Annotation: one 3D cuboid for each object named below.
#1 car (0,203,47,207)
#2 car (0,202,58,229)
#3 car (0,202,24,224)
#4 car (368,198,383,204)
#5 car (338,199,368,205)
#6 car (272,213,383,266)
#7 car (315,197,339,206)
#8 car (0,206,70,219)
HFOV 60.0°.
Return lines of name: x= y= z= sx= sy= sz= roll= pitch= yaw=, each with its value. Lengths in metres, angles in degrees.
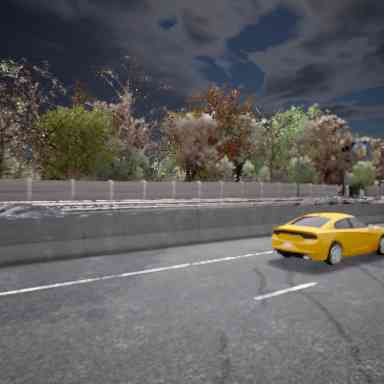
car: x=-9.379 y=1.501 z=18.800 sx=4.892 sy=1.490 sz=1.837 roll=0 pitch=0 yaw=-36
car: x=-11.535 y=1.473 z=21.560 sx=5.008 sy=1.535 sz=1.882 roll=0 pitch=0 yaw=-36
car: x=-14.656 y=1.522 z=23.584 sx=4.674 sy=1.442 sz=1.812 roll=0 pitch=0 yaw=-36
car: x=25.697 y=1.465 z=43.801 sx=5.008 sy=1.535 sz=1.882 roll=0 pitch=0 yaw=-35
car: x=22.780 y=1.588 z=46.022 sx=4.718 sy=1.301 sz=1.895 roll=0 pitch=0 yaw=-35
car: x=4.941 y=1.471 z=11.575 sx=5.008 sy=1.535 sz=1.882 roll=0 pitch=0 yaw=-36
car: x=19.847 y=1.493 z=48.228 sx=4.892 sy=1.490 sz=1.837 roll=1 pitch=0 yaw=-35
car: x=-7.534 y=1.560 z=15.817 sx=4.181 sy=1.385 sz=1.994 roll=0 pitch=0 yaw=-36
